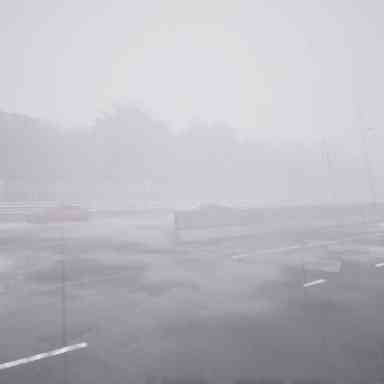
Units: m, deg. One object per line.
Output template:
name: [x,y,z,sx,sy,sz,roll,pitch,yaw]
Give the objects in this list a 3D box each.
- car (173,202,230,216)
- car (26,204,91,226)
car: [1.191,1.567,22.049,4.718,1.301,1.895,0,0,-35]
car: [-9.255,1.549,23.199,4.181,1.385,1.994,0,0,-36]
